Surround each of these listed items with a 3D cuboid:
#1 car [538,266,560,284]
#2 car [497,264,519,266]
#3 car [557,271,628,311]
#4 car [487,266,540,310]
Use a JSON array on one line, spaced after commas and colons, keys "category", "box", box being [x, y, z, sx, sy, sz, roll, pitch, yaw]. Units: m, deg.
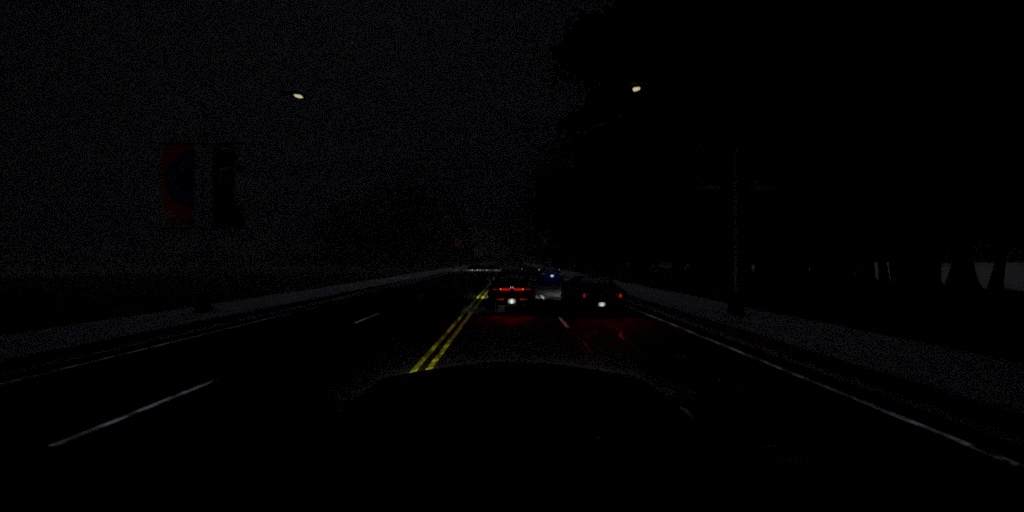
[{"category": "car", "box": [3.194, 1.563, 30.408, 1.994, 1.385, 4.181, 0, 0, 0]}, {"category": "car", "box": [-0.054, 1.481, 31.143, 1.882, 1.535, 5.008, 0, 0, 0]}, {"category": "car", "box": [3.249, 1.474, 15.140, 1.895, 1.301, 4.718, 0, 0, 0]}, {"category": "car", "box": [0.002, 1.382, 15.378, 1.837, 1.490, 4.892, 0, 0, 0]}]
